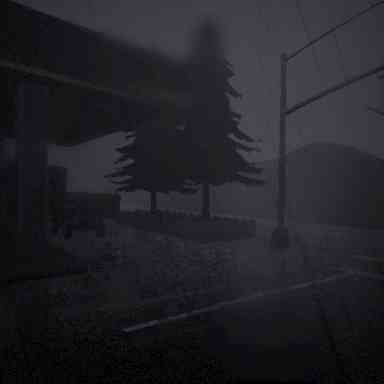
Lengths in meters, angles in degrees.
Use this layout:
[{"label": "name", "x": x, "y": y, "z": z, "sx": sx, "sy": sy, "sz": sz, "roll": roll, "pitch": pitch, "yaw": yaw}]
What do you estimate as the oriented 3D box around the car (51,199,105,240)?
[{"label": "car", "x": -5.996, "y": 1.306, "z": 17.204, "sx": 1.905, "sy": 1.878, "sz": 3.866, "roll": 1, "pitch": 0, "yaw": -36}]
